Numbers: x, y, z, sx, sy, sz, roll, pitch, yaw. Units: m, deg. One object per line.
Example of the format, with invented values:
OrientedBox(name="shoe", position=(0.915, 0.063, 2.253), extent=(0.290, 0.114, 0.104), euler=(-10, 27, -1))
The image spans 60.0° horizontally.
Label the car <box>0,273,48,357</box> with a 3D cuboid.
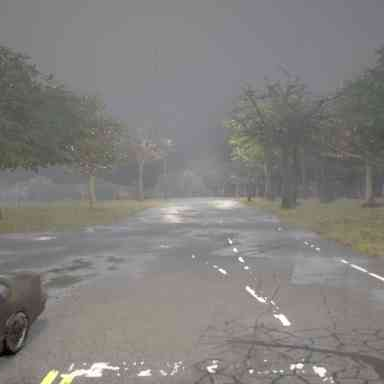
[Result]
OrientedBox(name="car", position=(-3.580, 1.798, 3.802), extent=(2.033, 1.411, 5.357), euler=(-1, -1, 0))
